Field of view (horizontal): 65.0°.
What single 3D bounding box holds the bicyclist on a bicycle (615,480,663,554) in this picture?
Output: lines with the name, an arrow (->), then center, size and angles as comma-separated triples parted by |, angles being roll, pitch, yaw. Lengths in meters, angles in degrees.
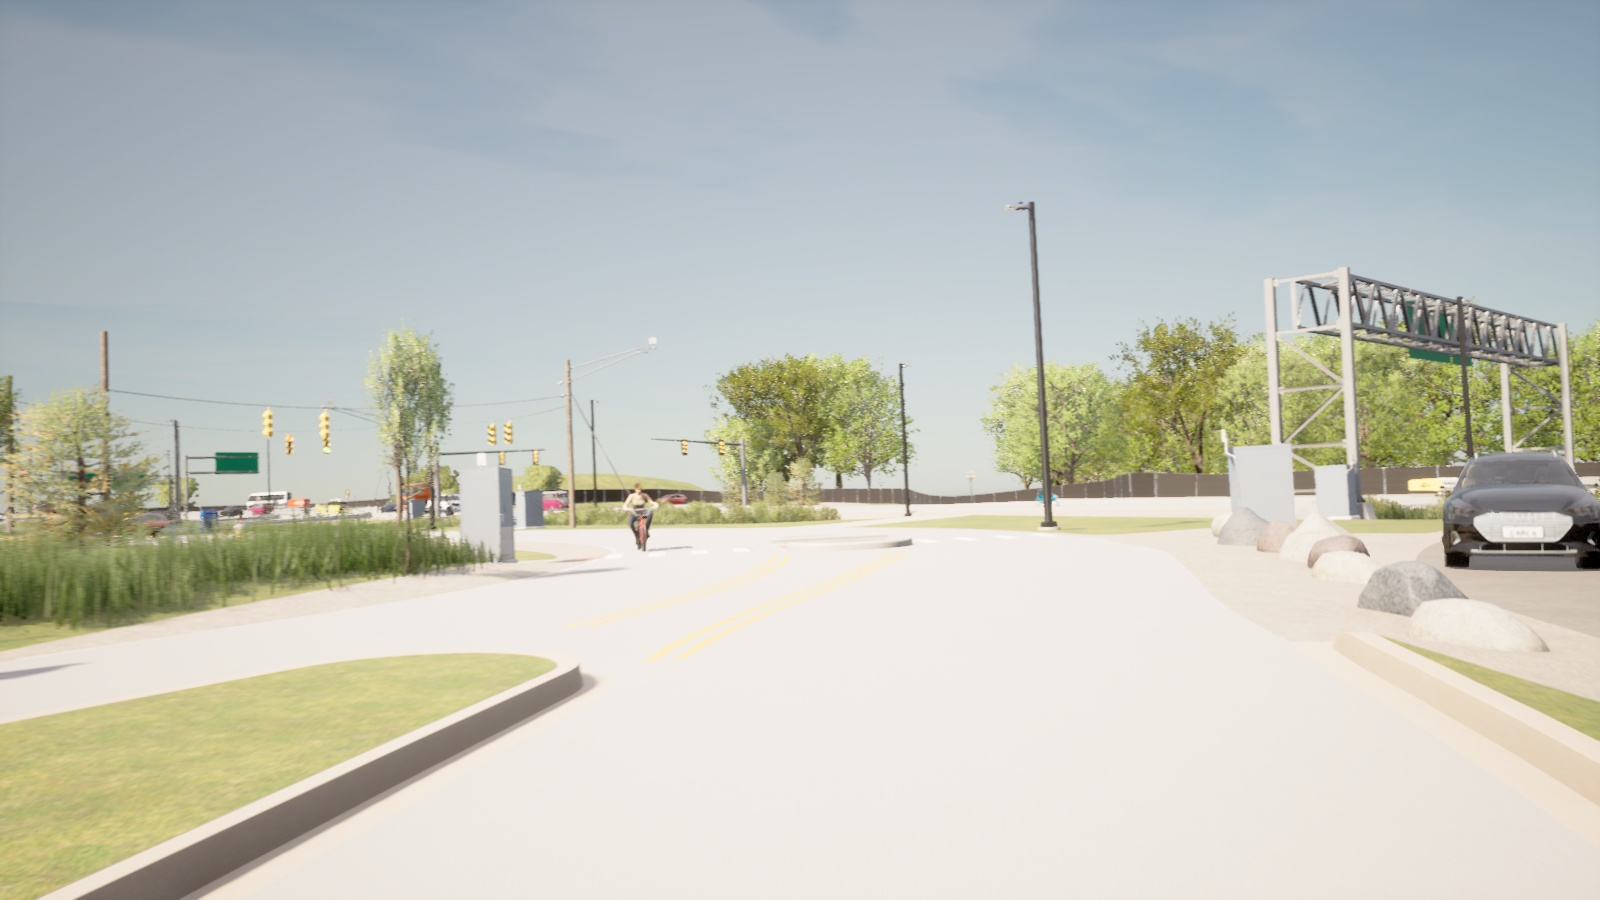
bicyclist on a bicycle -> -3.715, 1.524, 28.793 | 0.866, 1.612, 1.509 | -2, -2, -13

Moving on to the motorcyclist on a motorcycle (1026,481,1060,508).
motorcyclist on a motorcycle -> 14.937, 2.716, 77.106 | 0.866, 1.590, 1.817 | 0, -3, -45

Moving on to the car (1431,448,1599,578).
car -> 10.548, 0.846, 18.524 | 2.033, 1.649, 4.856 | -2, -1, 28
